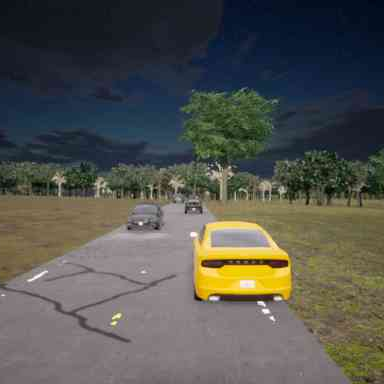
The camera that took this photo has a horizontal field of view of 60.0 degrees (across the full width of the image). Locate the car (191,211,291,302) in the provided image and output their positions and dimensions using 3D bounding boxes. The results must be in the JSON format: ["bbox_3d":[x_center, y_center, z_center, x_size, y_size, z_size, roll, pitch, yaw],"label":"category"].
[{"bbox_3d":[0.986,1.476,8.364,1.882,1.535,5.008,0,0,0],"label":"car"}]

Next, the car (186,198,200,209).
[{"bbox_3d":[0.176,1.590,46.242,1.895,1.301,4.718,0,0,1],"label":"car"}]

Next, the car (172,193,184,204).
[{"bbox_3d":[-2.555,1.297,64.777,2.150,2.045,5.566,0,0,0],"label":"car"}]

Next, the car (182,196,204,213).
[{"bbox_3d":[0.180,1.474,35.863,1.837,1.490,4.892,0,0,0],"label":"car"}]

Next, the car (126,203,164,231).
[{"bbox_3d":[-2.789,1.483,20.595,1.837,1.490,4.892,0,0,0],"label":"car"}]
